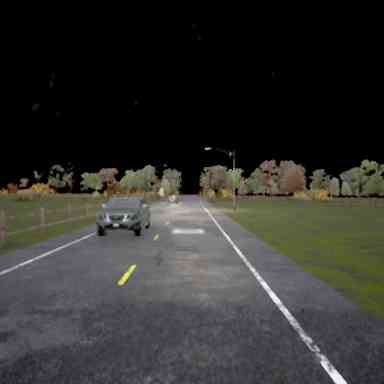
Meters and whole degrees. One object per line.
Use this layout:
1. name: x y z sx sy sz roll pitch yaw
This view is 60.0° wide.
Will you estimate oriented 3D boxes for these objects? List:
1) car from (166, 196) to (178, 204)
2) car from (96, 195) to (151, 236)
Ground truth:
1. car: -3.540 1.456 60.669 2.128 1.511 4.902 0 0 1
2. car: -3.600 1.208 18.504 2.150 2.045 5.566 0 0 0
